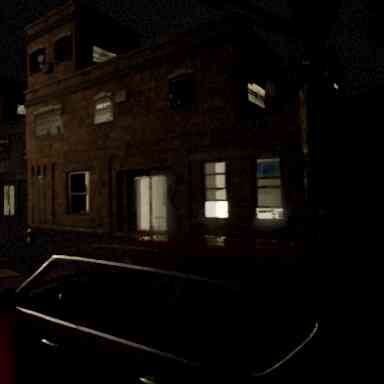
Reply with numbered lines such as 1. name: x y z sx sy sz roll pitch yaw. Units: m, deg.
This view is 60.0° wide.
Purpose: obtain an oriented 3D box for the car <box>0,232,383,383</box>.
1. car: -0.398 1.330 3.176 5.009 1.841 2.192 0 -1 36
